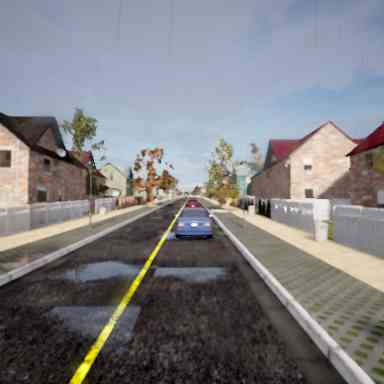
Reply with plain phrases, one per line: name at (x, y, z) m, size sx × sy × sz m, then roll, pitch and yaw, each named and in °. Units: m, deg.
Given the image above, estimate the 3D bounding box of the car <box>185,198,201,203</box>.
car at (0.105, 1.548, 42.551) m, size 1.812 × 1.442 × 4.674 m, roll 0°, pitch 0°, yaw 0°

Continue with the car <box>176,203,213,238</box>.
car at (0.102, 1.554, 17.802) m, size 2.033 × 1.411 × 5.357 m, roll 0°, pitch 0°, yaw 0°
